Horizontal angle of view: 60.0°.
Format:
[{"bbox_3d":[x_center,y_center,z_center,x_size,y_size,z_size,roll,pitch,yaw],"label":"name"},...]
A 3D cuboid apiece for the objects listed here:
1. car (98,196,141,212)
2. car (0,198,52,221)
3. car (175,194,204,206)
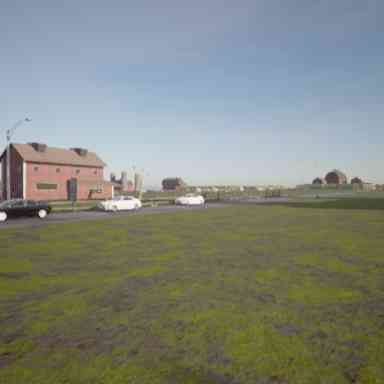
[{"bbox_3d":[-7.037,1.140,32.839,1.812,1.442,4.674,1,1,36],"label":"car"},{"bbox_3d":[-12.933,1.265,24.706,1.837,1.490,4.892,1,1,36],"label":"car"},{"bbox_3d":[-0.247,0.967,42.195,1.812,1.442,4.674,1,1,36],"label":"car"}]
